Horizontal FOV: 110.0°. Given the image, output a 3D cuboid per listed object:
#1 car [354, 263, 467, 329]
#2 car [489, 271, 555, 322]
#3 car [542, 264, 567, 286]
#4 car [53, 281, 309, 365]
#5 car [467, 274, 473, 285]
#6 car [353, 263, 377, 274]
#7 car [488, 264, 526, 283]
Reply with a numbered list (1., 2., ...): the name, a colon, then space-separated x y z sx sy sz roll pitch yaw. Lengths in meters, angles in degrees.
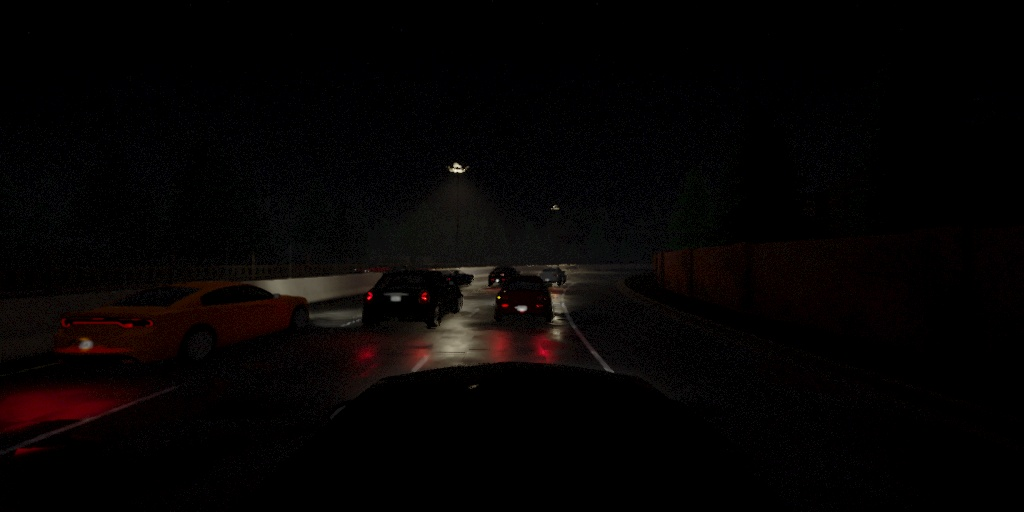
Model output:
1. car: -3.085 1.234 12.061 2.097 1.767 4.553 0 -1 4
2. car: 0.469 1.420 12.970 1.812 1.442 4.674 0 -1 4
3. car: 3.320 1.634 29.543 1.812 1.442 4.674 0 -1 15
4. car: -6.802 1.312 8.276 1.882 1.535 5.008 0 -1 2
5. car: -4.477 1.679 27.214 1.895 1.301 4.718 0 -1 13
6. car: -15.578 1.596 40.073 2.097 1.767 4.553 0 -1 18
7. car: -0.503 1.602 28.739 1.837 1.490 4.892 0 -1 14
